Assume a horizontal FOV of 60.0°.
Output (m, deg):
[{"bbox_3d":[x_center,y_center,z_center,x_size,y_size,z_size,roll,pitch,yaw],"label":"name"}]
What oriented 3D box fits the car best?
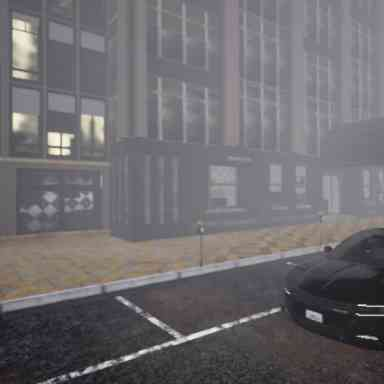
[{"bbox_3d":[3.722,1.420,6.046,5.008,1.535,1.882,-1,0,-35],"label":"car"}]
